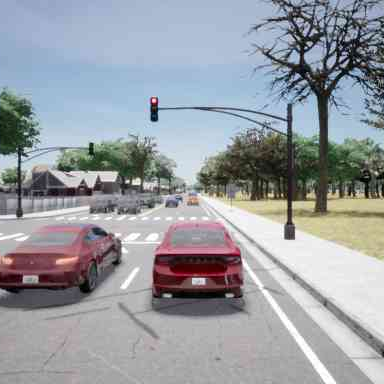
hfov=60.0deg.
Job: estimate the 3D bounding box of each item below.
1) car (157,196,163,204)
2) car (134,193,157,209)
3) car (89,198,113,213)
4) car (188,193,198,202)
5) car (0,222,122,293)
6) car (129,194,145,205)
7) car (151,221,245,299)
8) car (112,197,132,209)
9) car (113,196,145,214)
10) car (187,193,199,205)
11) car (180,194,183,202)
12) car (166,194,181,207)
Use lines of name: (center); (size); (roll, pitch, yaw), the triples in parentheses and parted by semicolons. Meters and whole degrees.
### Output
car: (-6.438, 1.483, 61.174); (1.837, 1.490, 4.892); (0, 0, 1)
car: (-6.500, 1.214, 45.829); (2.150, 2.045, 5.566); (0, 0, 0)
car: (-9.769, 1.499, 36.402); (1.837, 1.490, 4.892); (0, 0, 0)
car: (0.160, 1.190, 76.359); (2.150, 2.045, 5.566); (0, 0, 0)
car: (-3.132, 1.525, 8.741); (1.812, 1.442, 4.674); (0, 0, 0)
car: (-9.700, 1.331, 59.481); (2.097, 1.767, 4.553); (0, 0, 0)
car: (0.115, 1.477, 8.531); (1.882, 1.535, 5.008); (0, 0, 0)
car: (-9.744, 1.515, 46.671); (1.812, 1.442, 4.674); (0, 0, 0)
car: (-6.524, 1.499, 34.892); (1.837, 1.490, 4.892); (0, 0, 0)
car: (0.225, 1.457, 59.178); (1.882, 1.535, 5.008); (0, 0, 0)
car: (-3.090, 1.320, 76.330); (2.097, 1.767, 4.553); (0, 0, 0)
car: (-3.041, 1.512, 51.597); (1.812, 1.442, 4.674); (0, 0, 0)
